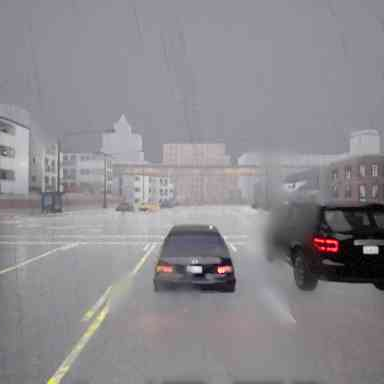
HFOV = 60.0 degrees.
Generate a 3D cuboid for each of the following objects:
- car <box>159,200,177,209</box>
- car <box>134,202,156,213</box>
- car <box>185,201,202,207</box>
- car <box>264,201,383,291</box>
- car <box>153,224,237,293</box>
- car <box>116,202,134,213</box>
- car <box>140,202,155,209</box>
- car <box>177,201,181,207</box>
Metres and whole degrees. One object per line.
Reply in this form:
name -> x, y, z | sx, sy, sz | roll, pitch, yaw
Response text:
car -> -5.096, 2.468, 66.944 | 2.097, 1.767, 4.553 | 0, -1, 9
car -> -6.479, 2.208, 48.095 | 1.882, 1.535, 5.008 | 0, -1, 3
car -> 0.390, 2.908, 80.247 | 1.895, 1.301, 4.718 | -1, -1, 36
car -> 3.557, 1.266, 9.285 | 2.150, 2.045, 5.566 | 0, 0, 0
car -> 0.056, 1.591, 9.046 | 2.033, 1.411, 5.357 | 0, 0, 0
car -> -9.917, 2.283, 49.411 | 1.812, 1.442, 4.674 | 0, -1, 3
car -> -8.724, 2.627, 66.163 | 1.812, 1.442, 4.674 | 0, -1, 8
car -> -4.504, 2.864, 79.039 | 1.837, 1.490, 4.892 | -1, -1, 29
